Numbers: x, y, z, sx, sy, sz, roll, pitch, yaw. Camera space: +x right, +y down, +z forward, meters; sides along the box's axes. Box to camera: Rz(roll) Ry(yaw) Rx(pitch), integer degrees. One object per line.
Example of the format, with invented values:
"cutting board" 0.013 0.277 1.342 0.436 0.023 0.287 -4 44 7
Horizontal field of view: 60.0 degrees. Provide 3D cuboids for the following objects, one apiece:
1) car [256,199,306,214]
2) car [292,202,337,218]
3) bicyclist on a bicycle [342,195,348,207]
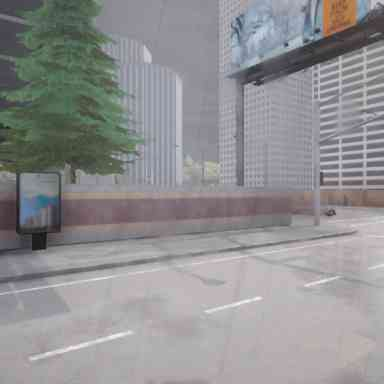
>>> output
"car" 9.919 1.547 37.319 2.033 1.411 5.357 0 0 -35
"car" 10.789 1.564 29.907 1.994 1.385 4.181 0 0 -33
"bicyclist on a bicycle" 21.291 1.301 46.319 1.656 1.620 0.582 0 0 -35
